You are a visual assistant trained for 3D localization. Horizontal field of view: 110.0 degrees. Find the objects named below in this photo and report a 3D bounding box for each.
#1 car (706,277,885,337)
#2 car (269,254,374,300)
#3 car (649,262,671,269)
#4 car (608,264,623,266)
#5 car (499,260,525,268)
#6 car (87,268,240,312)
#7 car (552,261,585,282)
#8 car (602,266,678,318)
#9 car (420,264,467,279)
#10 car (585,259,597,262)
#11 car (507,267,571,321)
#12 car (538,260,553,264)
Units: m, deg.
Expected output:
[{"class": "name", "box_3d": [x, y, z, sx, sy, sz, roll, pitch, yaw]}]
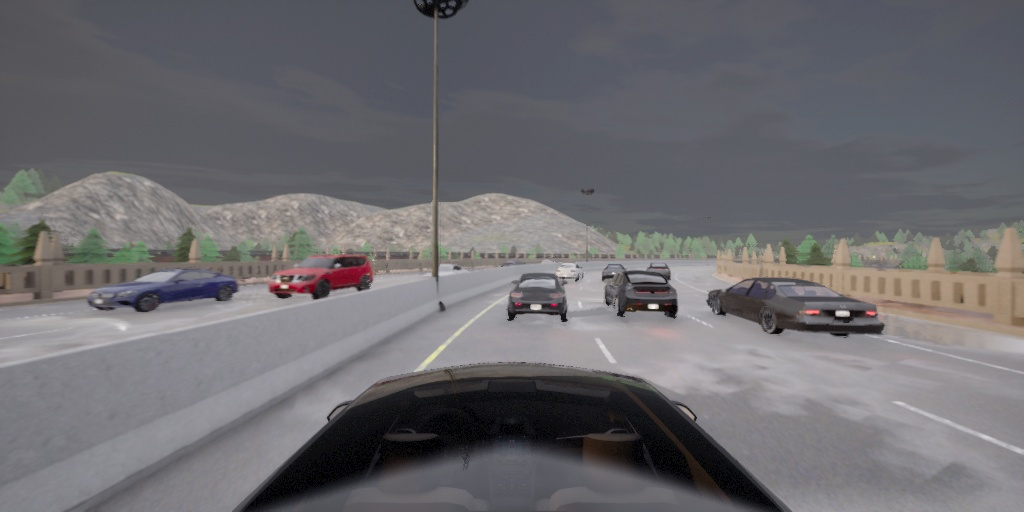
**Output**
[{"class": "car", "box_3d": [7.672, 1.333, 10.500, 2.033, 1.411, 5.357, 0, 0, 7]}, {"class": "car", "box_3d": [-9.100, 0.933, 17.778, 2.150, 2.045, 5.566, 0, 0, 10]}, {"class": "car", "box_3d": [12.774, 1.304, 31.328, 2.128, 1.511, 4.902, 0, 0, 20]}, {"class": "car", "box_3d": [8.837, 1.359, 30.718, 1.994, 1.385, 4.181, 0, 0, 19]}, {"class": "car", "box_3d": [0.143, 1.308, 54.164, 2.033, 1.411, 5.357, 0, 0, 30]}, {"class": "car", "box_3d": [-13.151, 1.220, 13.992, 1.812, 1.442, 4.674, 0, 0, 8]}, {"class": "car", "box_3d": [4.795, 1.303, 29.708, 1.812, 1.442, 4.674, 0, 0, 18]}, {"class": "car", "box_3d": [4.569, 1.278, 13.231, 1.837, 1.490, 4.892, 0, 0, 7]}, {"class": "car", "box_3d": [-4.354, 1.261, 23.608, 1.812, 1.442, 4.674, 0, 0, 14]}, {"class": "car", "box_3d": [12.930, 1.311, 60.939, 2.128, 1.511, 4.902, 0, 0, 37]}, {"class": "car", "box_3d": [0.942, 1.282, 12.443, 1.812, 1.442, 4.674, 0, 0, 7]}, {"class": "car", "box_3d": [5.471, 1.310, 56.205, 1.812, 1.442, 4.674, 0, 0, 32]}]
